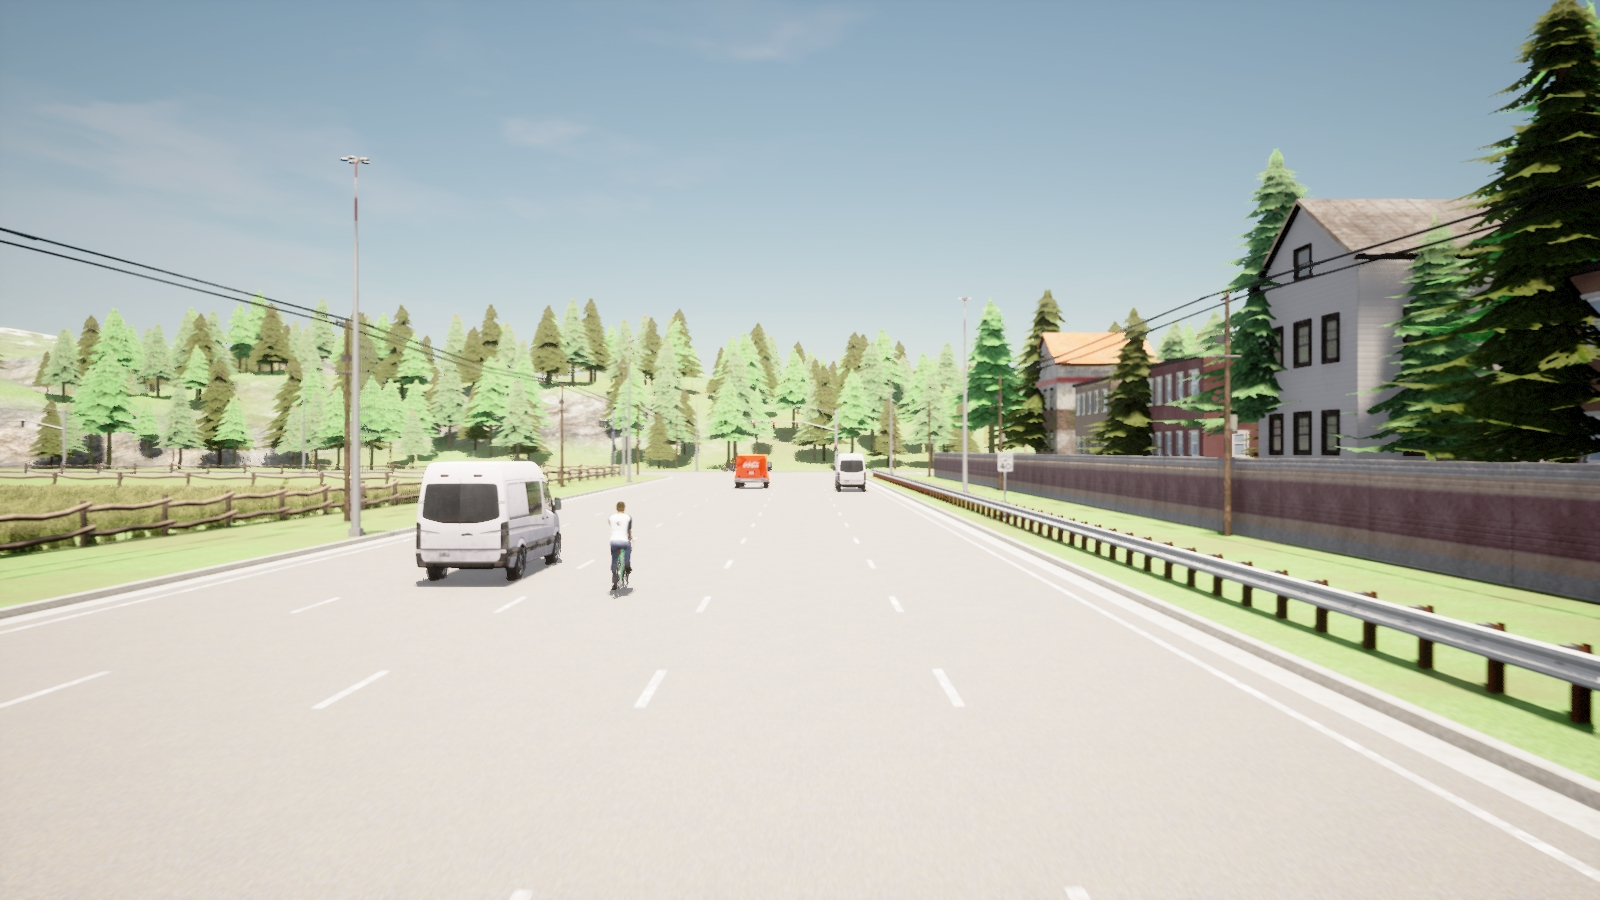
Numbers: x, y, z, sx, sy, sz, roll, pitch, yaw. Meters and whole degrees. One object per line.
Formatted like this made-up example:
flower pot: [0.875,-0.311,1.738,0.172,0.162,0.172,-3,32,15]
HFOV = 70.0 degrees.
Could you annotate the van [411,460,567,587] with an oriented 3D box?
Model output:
van: [-6.998,1.534,26.434,1.988,2.561,5.915,0,0,0]

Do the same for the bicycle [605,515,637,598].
bicycle: [-3.501,2.056,22.422,0.373,1.496,1.643,0,0,0]
